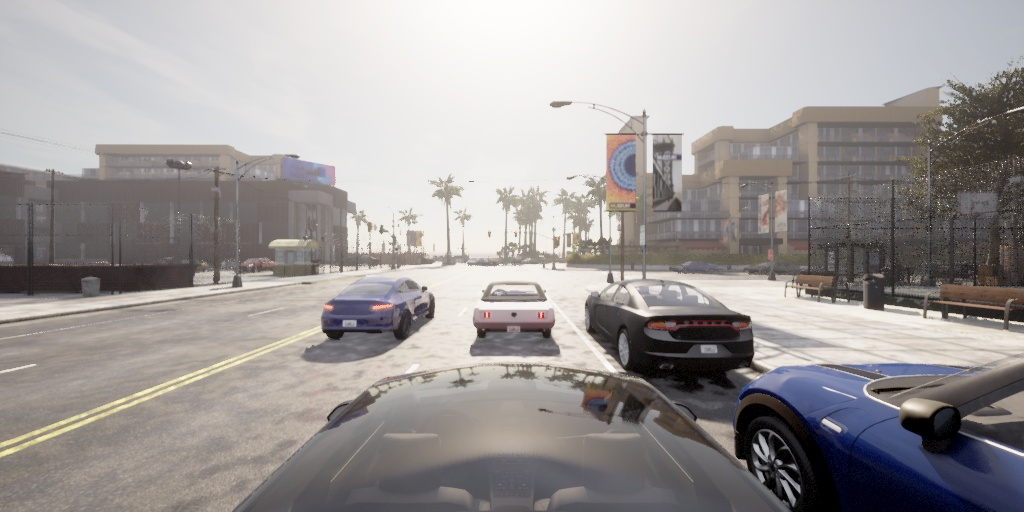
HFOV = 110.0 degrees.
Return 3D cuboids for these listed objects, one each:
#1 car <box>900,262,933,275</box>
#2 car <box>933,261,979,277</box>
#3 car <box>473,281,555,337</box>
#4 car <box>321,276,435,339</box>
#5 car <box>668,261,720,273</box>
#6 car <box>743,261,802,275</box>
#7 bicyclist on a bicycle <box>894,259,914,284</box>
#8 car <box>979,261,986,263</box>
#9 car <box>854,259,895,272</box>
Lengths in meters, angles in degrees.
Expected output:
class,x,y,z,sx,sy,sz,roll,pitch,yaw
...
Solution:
class,x,y,z,sx,sy,sz,roll,pitch,yaw
car,45.133,1.340,38.624,4.181,1.385,1.994,0,0,-1
car,45.165,1.231,35.124,4.902,1.511,2.128,0,0,-1
car,0.061,1.348,10.233,1.895,1.301,4.718,0,0,0
car,-3.441,1.273,9.938,1.812,1.442,4.674,0,0,0
car,21.287,1.285,42.001,5.357,1.411,2.033,0,0,-1
car,27.939,1.286,38.559,5.357,1.411,2.033,0,0,0
bicyclist on a bicycle,26.068,1.044,24.063,0.582,1.620,1.656,0,0,-1
car,45.198,1.232,31.624,4.902,1.511,2.128,0,0,-1
car,42.973,1.089,42.124,4.553,1.767,2.097,0,0,0
